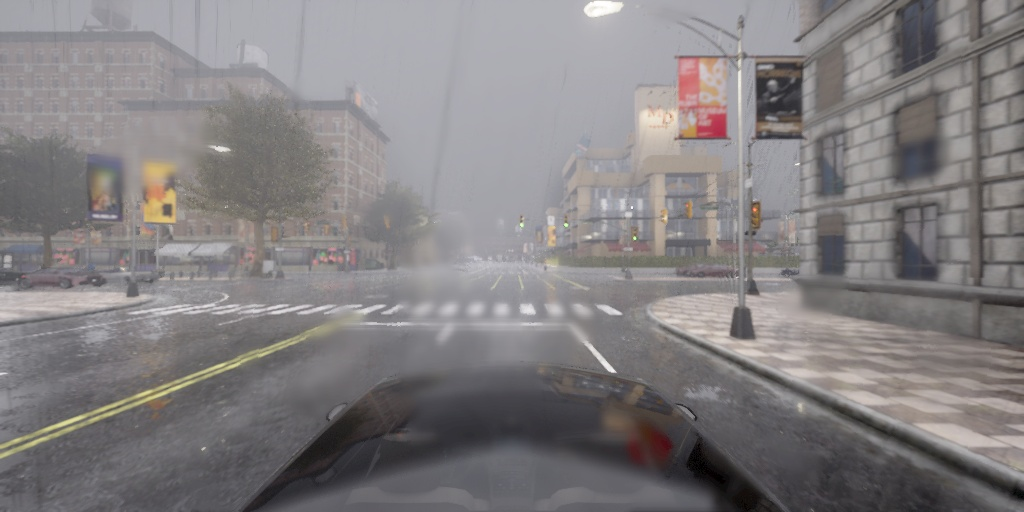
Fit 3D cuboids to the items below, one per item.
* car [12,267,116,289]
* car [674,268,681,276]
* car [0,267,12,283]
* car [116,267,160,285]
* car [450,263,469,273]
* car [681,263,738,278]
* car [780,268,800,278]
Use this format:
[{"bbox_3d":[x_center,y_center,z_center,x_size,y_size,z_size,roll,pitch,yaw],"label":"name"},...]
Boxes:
[{"bbox_3d":[-30.058,1.446,24.140,4.181,1.385,1.994,0,0,0],"label":"car"},{"bbox_3d":[20.160,1.489,39.004,4.674,1.442,1.812,0,0,1],"label":"car"},{"bbox_3d":[-40.304,1.504,27.708,4.718,1.301,1.895,0,0,0],"label":"car"},{"bbox_3d":[-30.167,1.503,27.640,4.718,1.301,1.895,0,0,0],"label":"car"},{"bbox_3d":[-6.965,1.553,47.770,1.895,1.301,4.718,0,0,0],"label":"car"},{"bbox_3d":[19.779,1.469,35.503,4.674,1.442,1.812,0,0,0],"label":"car"},{"bbox_3d":[29.330,1.542,35.410,4.718,1.301,1.895,0,0,1],"label":"car"}]
